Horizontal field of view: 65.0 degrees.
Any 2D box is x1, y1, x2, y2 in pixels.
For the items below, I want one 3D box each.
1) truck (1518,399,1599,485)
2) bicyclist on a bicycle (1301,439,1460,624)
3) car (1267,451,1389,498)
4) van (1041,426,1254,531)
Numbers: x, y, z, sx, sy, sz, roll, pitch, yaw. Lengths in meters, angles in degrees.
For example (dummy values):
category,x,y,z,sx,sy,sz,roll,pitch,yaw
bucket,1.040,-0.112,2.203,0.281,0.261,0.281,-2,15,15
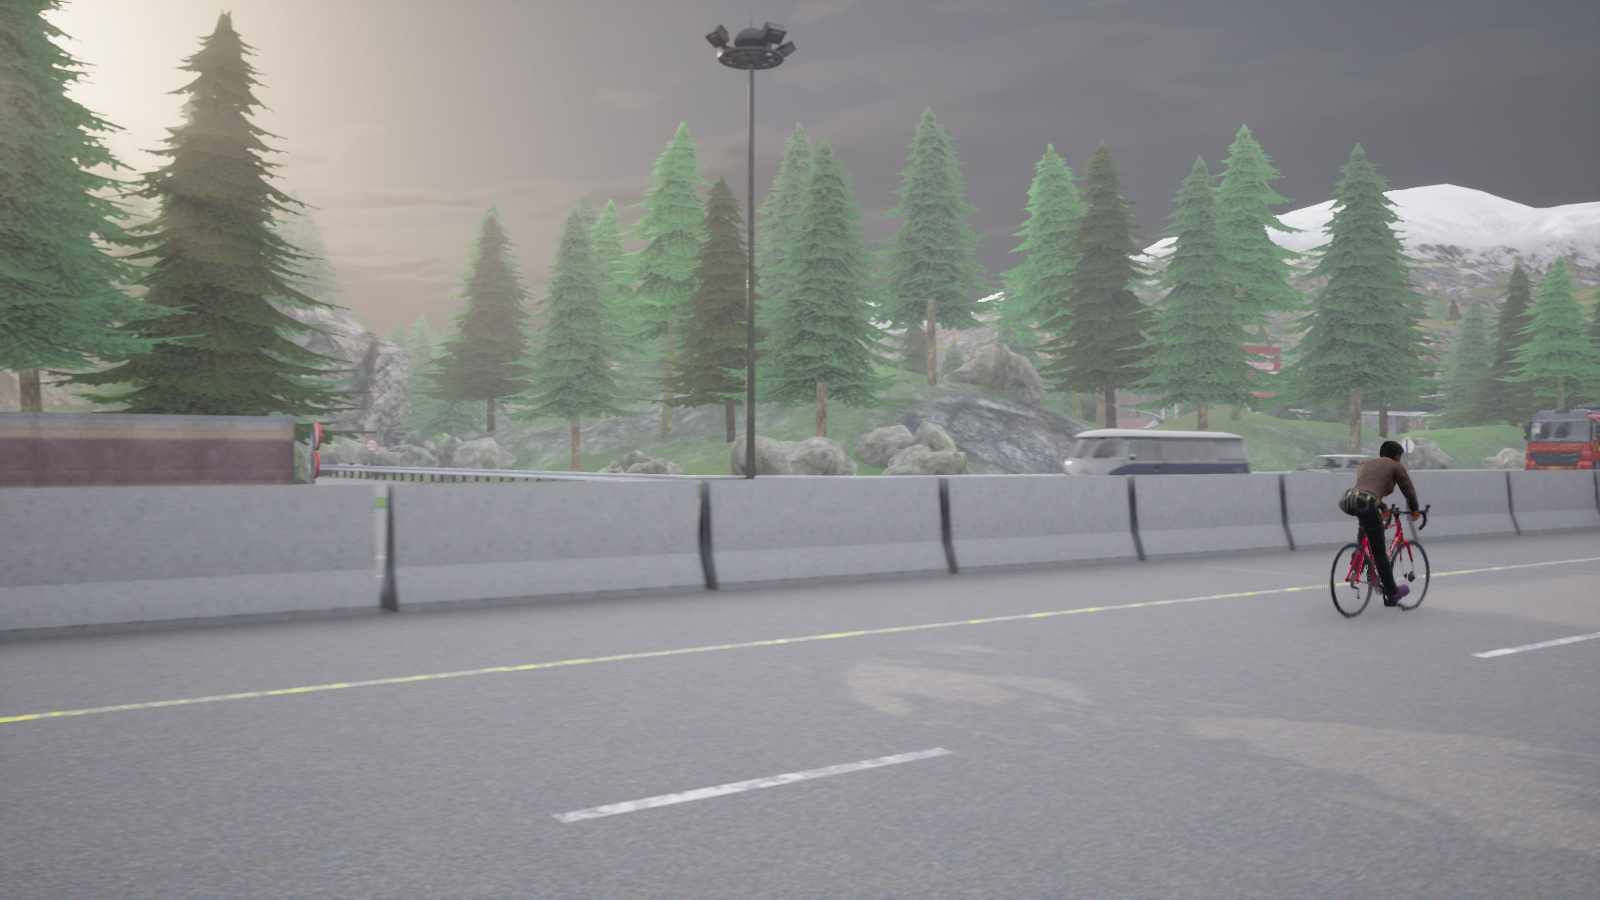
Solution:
category,x,y,z,sx,sy,sz,roll,pitch,yaw
truck,37.704,-0.353,59.623,8.468,3.827,2.891,0,0,-35
bicyclist on a bicycle,5.417,0.715,11.690,1.656,1.620,0.582,0,0,-35
car,17.394,0.775,41.319,3.806,1.475,1.970,0,0,-35
van,7.159,0.546,25.694,4.442,1.987,1.775,0,0,-35
